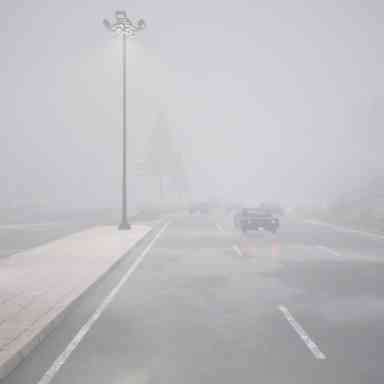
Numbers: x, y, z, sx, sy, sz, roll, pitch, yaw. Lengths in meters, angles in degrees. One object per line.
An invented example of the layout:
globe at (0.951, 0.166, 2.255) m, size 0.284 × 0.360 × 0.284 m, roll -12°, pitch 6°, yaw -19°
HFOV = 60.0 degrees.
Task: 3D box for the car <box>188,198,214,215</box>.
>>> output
car at (0.862, 1.601, 34.333) m, size 1.895 × 1.301 × 4.718 m, roll 0°, pitch 0°, yaw 8°

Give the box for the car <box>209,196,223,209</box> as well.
car at (3.280, 1.352, 44.338) m, size 2.097 × 1.767 × 4.553 m, roll 0°, pitch 0°, yaw 16°

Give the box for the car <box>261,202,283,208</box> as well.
car at (7.535, 1.601, 32.346) m, size 1.895 × 1.301 × 4.718 m, roll 0°, pitch 0°, yaw 5°

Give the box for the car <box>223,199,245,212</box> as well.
car at (5.035, 1.601, 37.530) m, size 1.895 × 1.301 × 4.718 m, roll 0°, pitch 0°, yaw 13°

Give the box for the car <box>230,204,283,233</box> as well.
car at (3.603, 1.601, 19.510) m, size 1.895 × 1.301 × 4.718 m, roll 0°, pitch 0°, yaw 0°
